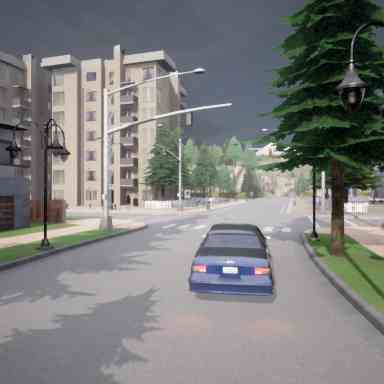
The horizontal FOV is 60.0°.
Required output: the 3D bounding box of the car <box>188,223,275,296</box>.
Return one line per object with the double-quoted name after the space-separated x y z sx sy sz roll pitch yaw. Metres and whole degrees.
1.138 1.547 8.865 2.033 1.411 5.357 0 0 9 "car"
